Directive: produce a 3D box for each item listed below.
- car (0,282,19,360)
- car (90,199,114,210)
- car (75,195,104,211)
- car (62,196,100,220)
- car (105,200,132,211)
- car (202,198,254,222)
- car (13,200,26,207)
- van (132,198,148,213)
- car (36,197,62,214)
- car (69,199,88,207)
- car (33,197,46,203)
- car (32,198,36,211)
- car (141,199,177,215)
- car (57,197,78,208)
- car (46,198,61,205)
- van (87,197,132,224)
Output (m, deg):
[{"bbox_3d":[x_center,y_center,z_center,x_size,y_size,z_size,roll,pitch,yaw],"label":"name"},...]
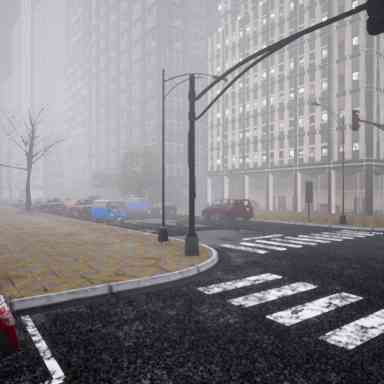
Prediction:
[{"bbox_3d":[-4.241,1.440,3.532,4.097,1.590,1.967,0,0,-36],"label":"car"},{"bbox_3d":[-13.519,1.843,49.878,1.752,1.417,4.829,0,0,-36],"label":"car"},{"bbox_3d":[-14.473,1.523,46.717,2.150,2.045,5.566,0,0,-36],"label":"car"},{"bbox_3d":[-10.027,1.510,31.014,2.192,1.841,5.009,0,0,-36],"label":"car"},{"bbox_3d":[-10.037,1.847,45.154,1.947,1.339,4.313,0,0,-36],"label":"car"},{"bbox_3d":[2.900,1.453,27.602,2.192,1.841,5.009,0,0,-36],"label":"car"},{"bbox_3d":[-30.309,1.994,58.532,1.802,1.307,4.206,0,0,-36],"label":"car"},{"bbox_3d":[-6.658,1.585,40.568,1.690,1.788,3.998,0,0,-36],"label":"van"},{"bbox_3d":[-16.788,1.584,40.187,2.192,1.841,5.009,0,0,-36],"label":"car"},{"bbox_3d":[-20.179,1.939,58.913,2.008,1.369,4.403,0,0,-36],"label":"car"},{"bbox_3d":[-39.084,2.063,85.088,1.882,1.535,5.008,0,0,-36],"label":"car"},{"bbox_3d":[-20.168,1.745,44.773,1.967,1.590,4.097,0,0,-36],"label":"car"},{"bbox_3d":[-3.276,1.758,35.981,2.008,1.369,4.403,0,0,-36],"label":"car"},{"bbox_3d":[-20.780,1.720,55.202,2.097,1.767,4.553,0,0,-36],"label":"car"},{"bbox_3d":[-30.322,2.060,72.673,1.947,1.339,4.313,0,0,-36],"label":"car"},{"bbox_3d":[-6.646,1.499,26.428,1.690,1.788,3.998,0,0,-36],"label":"van"}]
